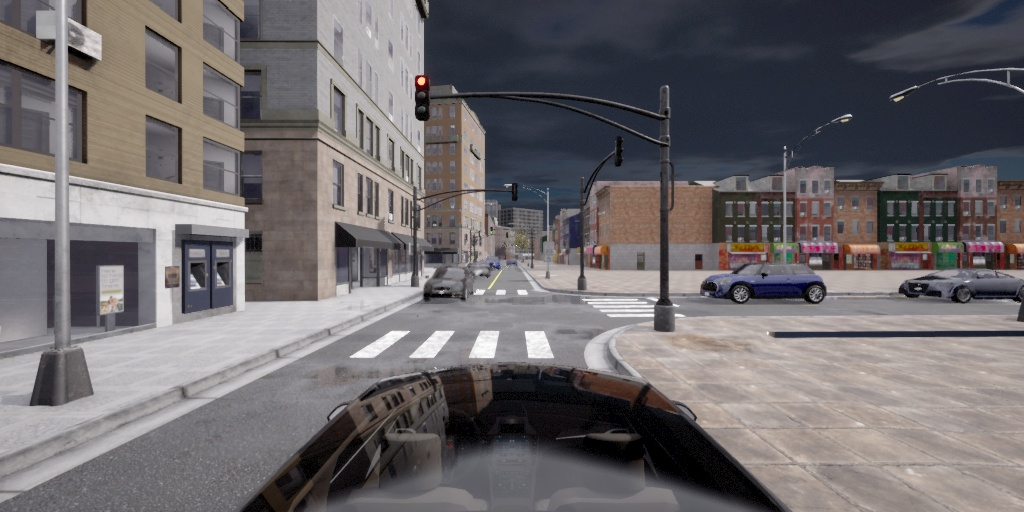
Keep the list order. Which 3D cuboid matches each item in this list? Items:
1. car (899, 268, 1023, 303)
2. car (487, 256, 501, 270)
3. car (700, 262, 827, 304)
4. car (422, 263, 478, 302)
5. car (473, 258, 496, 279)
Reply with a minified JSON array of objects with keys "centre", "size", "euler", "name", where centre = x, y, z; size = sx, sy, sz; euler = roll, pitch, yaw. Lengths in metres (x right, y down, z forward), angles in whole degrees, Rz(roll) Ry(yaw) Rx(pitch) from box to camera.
[{"centre":[19.665,1.235,15.624],"size":[4.181,1.385,1.994],"euler":[0,0,-1],"name":"car"},{"centre":[-2.811,1.070,51.977],"size":[2.150,2.045,5.566],"euler":[0,0,0],"name":"car"},{"centre":[10.743,1.056,15.596],"size":[4.553,1.767,2.097],"euler":[0,0,1],"name":"car"},{"centre":[-2.869,1.259,16.989],"size":[1.837,1.490,4.892],"euler":[0,-1,0],"name":"car"},{"centre":[-2.885,1.248,32.951],"size":[2.128,1.511,4.902],"euler":[0,0,0],"name":"car"}]
